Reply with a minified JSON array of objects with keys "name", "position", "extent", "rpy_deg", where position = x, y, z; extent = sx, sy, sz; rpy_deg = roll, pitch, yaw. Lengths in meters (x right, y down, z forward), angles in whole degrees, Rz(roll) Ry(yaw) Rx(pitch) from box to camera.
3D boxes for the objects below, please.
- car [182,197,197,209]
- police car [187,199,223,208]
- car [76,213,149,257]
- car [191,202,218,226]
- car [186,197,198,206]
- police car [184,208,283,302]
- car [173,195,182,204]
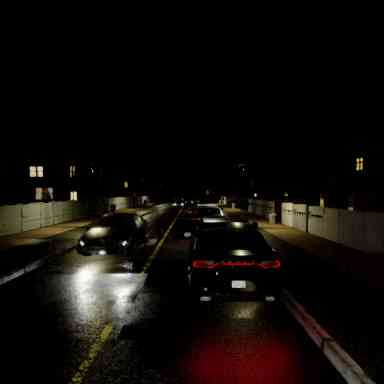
[{"name":"car","position":[0.024,1.410,45.790],"extent":[2.097,1.767,4.553],"rpy_deg":[0,0,0]},{"name":"police car","position":[0.823,1.432,18.448],"extent":[1.930,1.638,5.238],"rpy_deg":[0,0,0]},{"name":"car","position":[-2.851,1.548,13.215],"extent":[2.033,1.411,5.357],"rpy_deg":[0,0,0]},{"name":"car","position":[0.822,1.519,24.338],"extent":[1.837,1.490,4.892],"rpy_deg":[0,0,0]},{"name":"car","position":[-0.005,1.668,59.758],"extent":[1.994,1.385,4.181],"rpy_deg":[0,0,0]},{"name":"police car","position":[0.824,1.425,8.445],"extent":[1.930,1.638,5.238],"rpy_deg":[0,0,0]},{"name":"car","position":[-2.756,1.492,68.203],"extent":[2.097,1.767,4.553],"rpy_deg":[0,0,0]}]
